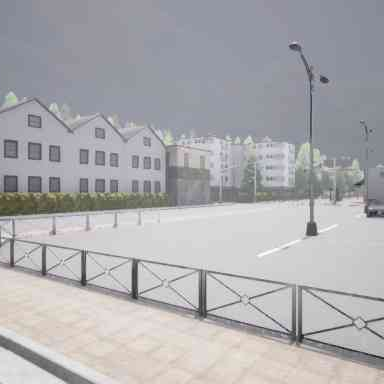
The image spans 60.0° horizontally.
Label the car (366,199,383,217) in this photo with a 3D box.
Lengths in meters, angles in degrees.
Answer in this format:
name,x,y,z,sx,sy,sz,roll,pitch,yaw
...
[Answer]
name,x,y,z,sx,sy,sz,roll,pitch,yaw
car,15.380,1.298,26.835,2.007,1.523,4.514,0,0,35
